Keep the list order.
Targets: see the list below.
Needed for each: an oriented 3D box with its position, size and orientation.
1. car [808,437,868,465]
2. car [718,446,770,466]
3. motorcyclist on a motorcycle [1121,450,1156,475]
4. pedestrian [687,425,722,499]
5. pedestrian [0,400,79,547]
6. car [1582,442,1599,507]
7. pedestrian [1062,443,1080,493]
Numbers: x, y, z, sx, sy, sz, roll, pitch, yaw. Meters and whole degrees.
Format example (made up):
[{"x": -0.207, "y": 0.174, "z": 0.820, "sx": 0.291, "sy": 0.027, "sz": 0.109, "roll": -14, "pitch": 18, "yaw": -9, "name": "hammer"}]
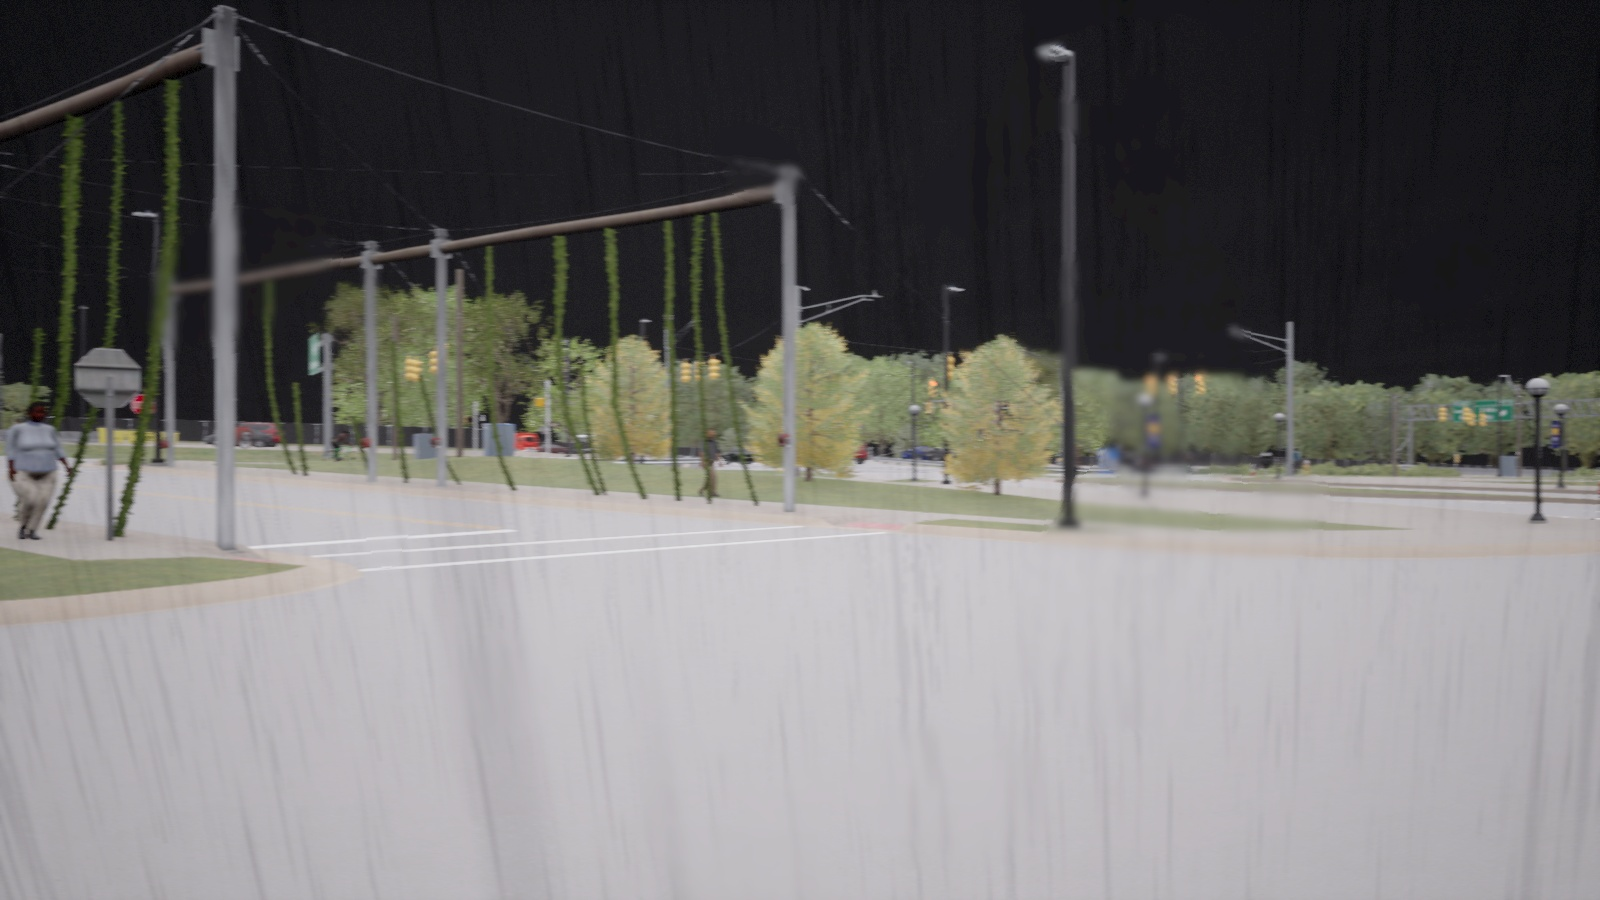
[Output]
[{"x": 2.930, "y": 0.054, "z": 98.126, "sx": 2.150, "sy": 2.045, "sz": 5.566, "roll": 1, "pitch": 1, "yaw": -28, "name": "car"}, {"x": -3.885, "y": 0.420, "z": 85.885, "sx": 1.895, "sy": 1.301, "sz": 4.718, "roll": 1, "pitch": 0, "yaw": -25, "name": "car"}, {"x": 22.290, "y": 0.838, "z": 82.662, "sx": 2.350, "sy": 1.649, "sz": 0.766, "roll": 1, "pitch": 0, "yaw": -32, "name": "motorcyclist on a motorcycle"}, {"x": -2.418, "y": 0.290, "z": 31.708, "sx": 0.694, "sy": 1.848, "sz": 0.540, "roll": 0, "pitch": 0, "yaw": 37, "name": "pedestrian"}, {"x": -10.105, "y": 0.299, "z": 16.425, "sx": 0.900, "sy": 1.855, "sz": 0.874, "roll": 0, "pitch": 0, "yaw": 36, "name": "pedestrian"}, {"x": 27.213, "y": 0.835, "z": 38.054, "sx": 2.150, "sy": 2.045, "sz": 5.566, "roll": 0, "pitch": 1, "yaw": -31, "name": "car"}, {"x": 10.114, "y": 0.666, "z": 46.819, "sx": 0.331, "sy": 1.846, "sz": 0.634, "roll": 0, "pitch": 0, "yaw": -27, "name": "pedestrian"}]
